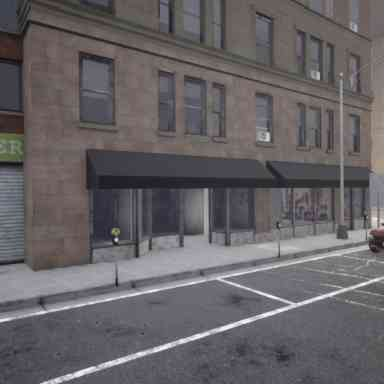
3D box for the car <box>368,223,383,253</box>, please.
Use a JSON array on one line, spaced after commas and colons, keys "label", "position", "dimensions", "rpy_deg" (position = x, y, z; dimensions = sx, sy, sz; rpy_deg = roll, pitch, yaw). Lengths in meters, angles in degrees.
[{"label": "car", "position": [8.417, 1.542, 12.594], "dimensions": [4.507, 1.381, 1.887], "rpy_deg": [0, -1, -36]}]
